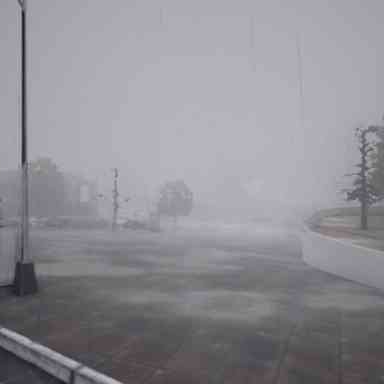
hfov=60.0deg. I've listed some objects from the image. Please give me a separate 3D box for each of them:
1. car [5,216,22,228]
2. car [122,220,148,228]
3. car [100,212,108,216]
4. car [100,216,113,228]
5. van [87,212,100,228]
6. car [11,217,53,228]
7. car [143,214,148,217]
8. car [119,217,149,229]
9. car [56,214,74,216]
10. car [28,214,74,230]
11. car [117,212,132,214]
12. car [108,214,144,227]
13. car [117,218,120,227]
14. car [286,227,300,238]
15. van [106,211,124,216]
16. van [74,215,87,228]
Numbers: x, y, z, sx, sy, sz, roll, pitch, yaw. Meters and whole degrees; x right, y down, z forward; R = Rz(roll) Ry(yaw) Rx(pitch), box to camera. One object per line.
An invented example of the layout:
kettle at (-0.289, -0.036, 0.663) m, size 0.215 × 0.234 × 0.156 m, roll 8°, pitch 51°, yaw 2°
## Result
car at (-22.495, 3.784, 41.621) m, size 4.674 × 1.452 × 2.002 m, roll 1°, pitch -5°, yaw 4°
car at (-11.373, 6.308, 66.328) m, size 4.674 × 1.452 × 2.002 m, roll 1°, pitch -5°, yaw 4°
car at (-23.360, 7.091, 91.454) m, size 2.231 × 1.521 × 4.892 m, roll 1°, pitch 1°, yaw 10°
car at (-16.308, 5.148, 55.357) m, size 4.892 × 1.521 × 2.231 m, roll 0°, pitch -5°, yaw 4°
van at (-17.432, 4.644, 52.635) m, size 4.442 × 1.987 × 1.878 m, roll 1°, pitch -6°, yaw 4°
car at (-21.272, 4.065, 44.377) m, size 4.674 × 1.452 × 2.002 m, roll 1°, pitch -6°, yaw 4°
car at (-13.003, 7.377, 85.319) m, size 2.163 × 1.488 × 4.792 m, roll 1°, pitch 1°, yaw 9°
car at (-8.456, 4.993, 50.976) m, size 2.128 × 1.511 × 4.902 m, roll -1°, pitch -6°, yaw 24°
car at (-20.215, 4.300, 47.138) m, size 5.366 × 1.575 × 1.946 m, roll 1°, pitch -5°, yaw 4°
car at (-17.279, 3.802, 40.491) m, size 2.128 × 1.511 × 4.902 m, roll -1°, pitch -6°, yaw 24°
car at (-18.139, 7.091, 88.393) m, size 2.185 × 1.767 × 4.553 m, roll 1°, pitch 1°, yaw 10°
car at (-12.625, 5.737, 63.609) m, size 5.566 × 2.045 × 2.435 m, roll 1°, pitch -5°, yaw 4°
car at (-10.183, 5.497, 56.390) m, size 1.994 × 1.385 × 4.181 m, roll -1°, pitch -6°, yaw 24°
car at (20.698, 8.215, 68.066) m, size 2.185 × 1.767 × 4.553 m, roll 1°, pitch 1°, yaw 5°
van at (-20.729, 6.925, 90.045) m, size 1.878 × 1.987 × 4.442 m, roll 1°, pitch 1°, yaw 10°
van at (-18.670, 4.362, 49.885) m, size 4.442 × 1.987 × 1.878 m, roll 0°, pitch -6°, yaw 4°
